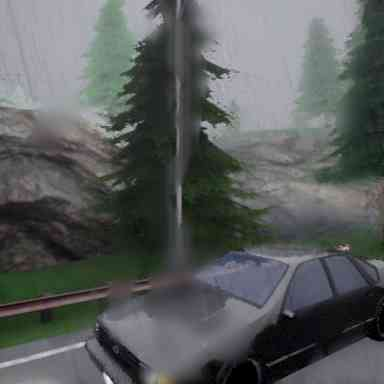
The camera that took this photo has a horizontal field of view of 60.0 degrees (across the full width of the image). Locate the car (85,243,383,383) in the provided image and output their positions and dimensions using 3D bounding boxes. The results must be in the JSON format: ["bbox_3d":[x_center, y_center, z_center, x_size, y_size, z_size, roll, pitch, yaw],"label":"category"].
[{"bbox_3d":[1.318,1.540,4.934,5.357,1.411,2.033,0,0,-36],"label":"car"}]
